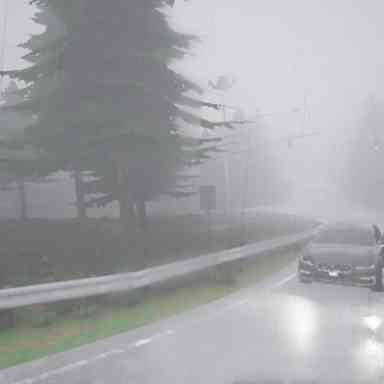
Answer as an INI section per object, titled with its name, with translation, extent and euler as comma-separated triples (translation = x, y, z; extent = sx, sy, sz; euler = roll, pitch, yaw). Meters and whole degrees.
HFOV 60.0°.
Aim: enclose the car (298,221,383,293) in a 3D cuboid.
[car]
translation = 4.435, 1.615, 9.399
extent = 1.837, 1.490, 4.892
euler = -2, -2, 33
